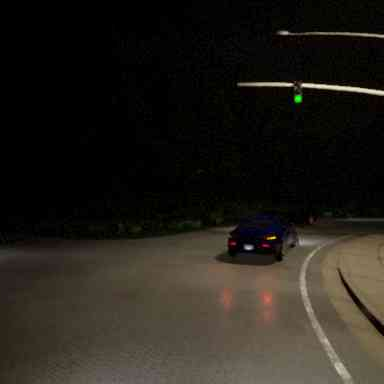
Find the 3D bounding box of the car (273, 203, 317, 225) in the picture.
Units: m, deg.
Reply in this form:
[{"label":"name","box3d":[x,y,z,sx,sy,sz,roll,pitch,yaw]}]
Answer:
[{"label":"car","box3d":[6.579,1.546,22.940,5.008,1.535,1.882,0,0,-38]}]

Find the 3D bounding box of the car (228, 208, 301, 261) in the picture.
[{"label":"car","box3d":[2.775,1.567,12.584,1.812,1.442,4.674,-1,0,25]}]
